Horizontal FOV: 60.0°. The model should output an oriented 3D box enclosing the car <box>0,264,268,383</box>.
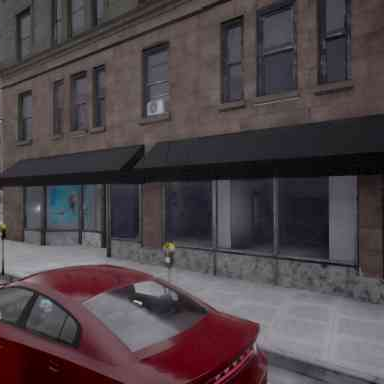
[{"bbox_3d":[-1.396,1.545,3.861,4.507,1.381,1.887,0,0,36],"label":"car"}]
